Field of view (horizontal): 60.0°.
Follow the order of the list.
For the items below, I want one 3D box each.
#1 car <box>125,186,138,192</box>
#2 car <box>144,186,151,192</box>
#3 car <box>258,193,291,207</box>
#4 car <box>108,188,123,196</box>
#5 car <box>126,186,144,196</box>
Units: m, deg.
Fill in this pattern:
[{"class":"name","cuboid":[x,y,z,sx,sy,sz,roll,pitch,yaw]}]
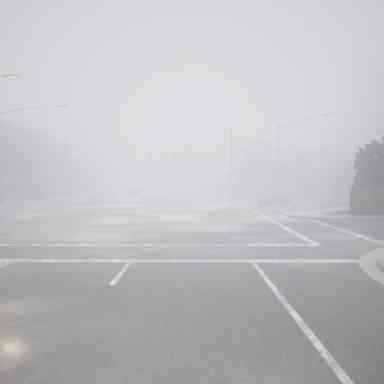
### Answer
[{"class":"car","cuboid":[-14.145,-0.705,77.754,2.033,1.411,5.357,0,2,0]},{"class":"car","cuboid":[-10.644,-0.672,77.143,1.994,1.385,4.181,0,2,0]},{"class":"car","cuboid":[8.980,0.835,35.906,4.181,1.385,1.994,-1,1,-45]},{"class":"car","cuboid":[-14.143,-0.088,62.015,1.812,1.442,4.674,0,3,0]},{"class":"car","cuboid":[-10.656,-0.101,61.309,1.882,1.535,5.008,0,3,0]}]
